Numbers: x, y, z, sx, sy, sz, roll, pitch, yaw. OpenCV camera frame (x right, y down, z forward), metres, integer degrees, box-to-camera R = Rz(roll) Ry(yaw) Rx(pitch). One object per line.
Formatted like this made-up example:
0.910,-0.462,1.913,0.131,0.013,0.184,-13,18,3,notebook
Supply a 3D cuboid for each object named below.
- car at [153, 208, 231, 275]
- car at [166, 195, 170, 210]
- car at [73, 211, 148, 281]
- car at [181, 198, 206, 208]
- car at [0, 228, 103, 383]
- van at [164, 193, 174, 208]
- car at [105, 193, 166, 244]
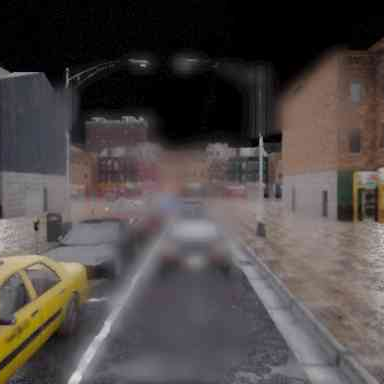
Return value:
0.091,1.421,9.945,1.812,1.442,4.674,0,0,0,car
-2.621,1.229,20.392,1.967,1.590,4.097,0,1,0,car
-2.632,1.465,9.540,1.947,1.339,4.313,0,1,0,car
0.118,1.219,26.611,2.128,1.511,4.902,0,1,0,car
-2.639,1.483,3.943,1.752,1.417,4.829,0,1,0,car
-2.609,1.022,31.245,1.690,1.788,3.998,-1,1,0,van
-2.628,1.158,14.964,2.192,1.841,5.009,0,1,0,car
